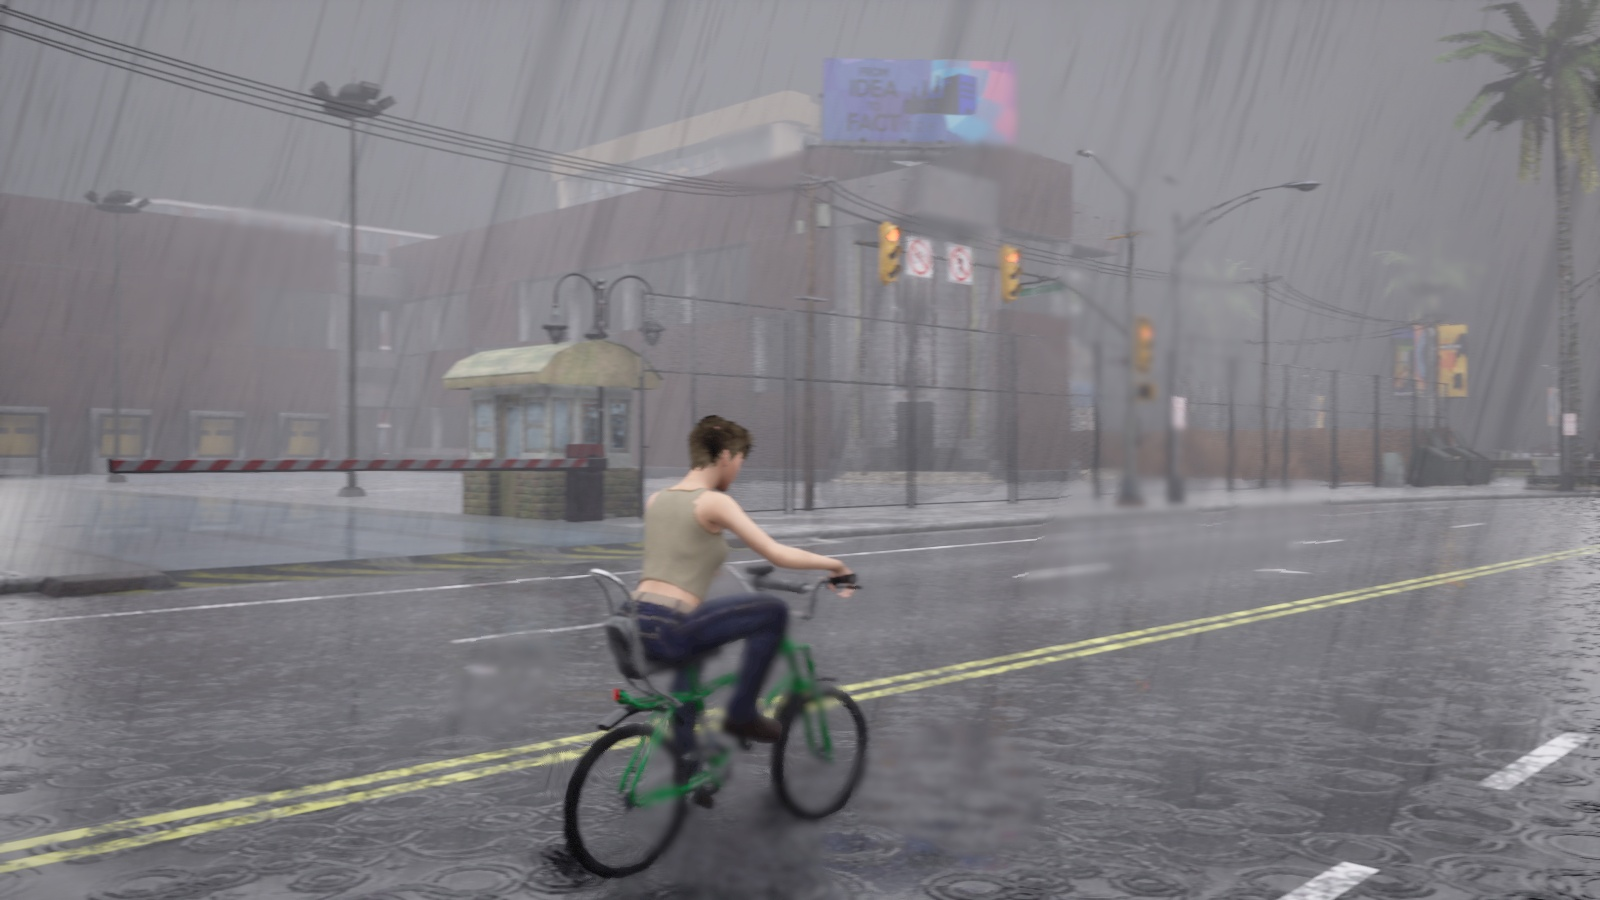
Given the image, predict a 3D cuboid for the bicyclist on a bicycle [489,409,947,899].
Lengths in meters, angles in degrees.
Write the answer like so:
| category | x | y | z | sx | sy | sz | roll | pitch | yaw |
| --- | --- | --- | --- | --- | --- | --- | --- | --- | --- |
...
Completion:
| category | x | y | z | sx | sy | sz | roll | pitch | yaw |
| --- | --- | --- | --- | --- | --- | --- | --- | --- | --- |
| bicyclist on a bicycle | -0.266 | 0.680 | 4.689 | 1.509 | 1.612 | 0.866 | 0 | 0 | -45 |
